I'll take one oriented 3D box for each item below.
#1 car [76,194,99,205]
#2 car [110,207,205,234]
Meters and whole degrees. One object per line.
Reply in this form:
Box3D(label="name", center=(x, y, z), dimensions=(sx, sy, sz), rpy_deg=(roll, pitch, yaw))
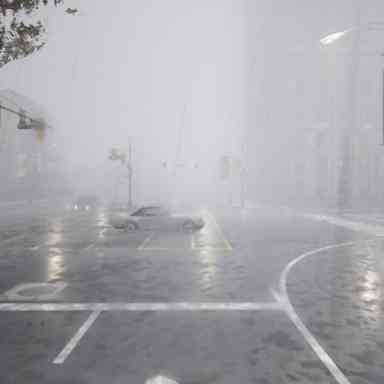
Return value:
Box3D(label="car", center=(-14.893, 1.012, 47.592), dimensions=(1.882, 1.535, 5.008), rpy_deg=(0, 1, 2))
Box3D(label="car", center=(-1.674, 1.423, 17.257), dimensions=(4.718, 1.301, 1.895), rpy_deg=(0, 1, 0))
